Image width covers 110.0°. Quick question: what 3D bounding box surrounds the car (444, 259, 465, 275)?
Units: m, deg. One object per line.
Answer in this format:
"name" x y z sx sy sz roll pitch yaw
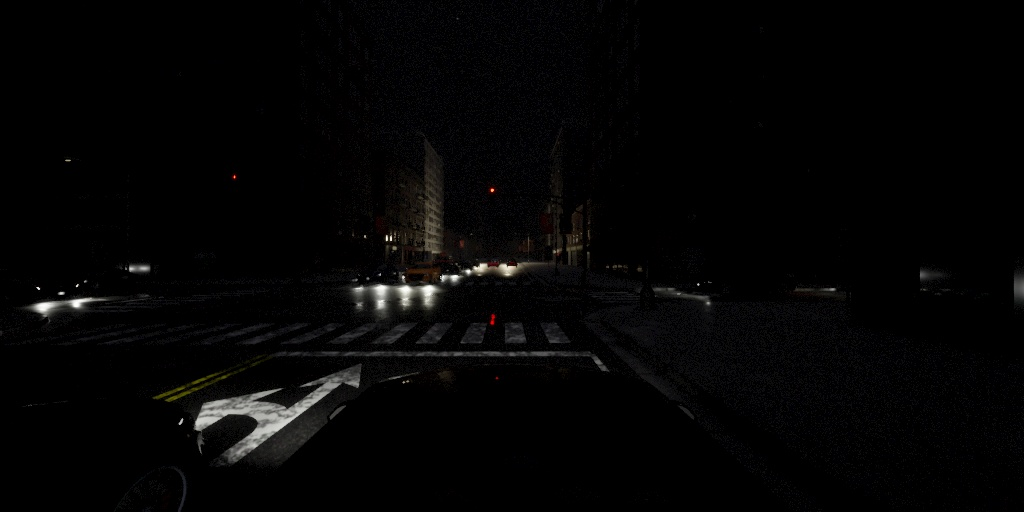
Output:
"car" -6.610 1.312 38.728 1.994 1.385 4.181 0 0 0

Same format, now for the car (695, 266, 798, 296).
"car" 12.452 1.294 19.242 4.892 1.490 1.837 0 0 2

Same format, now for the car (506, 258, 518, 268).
"car" -0.018 1.245 62.195 1.837 1.490 4.892 0 0 0

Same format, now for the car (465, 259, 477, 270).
"car" -6.610 1.308 50.948 1.994 1.385 4.181 0 0 0

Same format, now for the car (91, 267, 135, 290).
"car" -25.380 1.330 21.622 4.313 1.339 1.948 0 0 0

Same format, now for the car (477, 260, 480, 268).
"car" -6.573 1.288 62.057 2.033 1.411 5.357 0 0 0

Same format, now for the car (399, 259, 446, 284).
"car" -6.608 1.227 27.047 1.882 1.535 5.008 0 0 0

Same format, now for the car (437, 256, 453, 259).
"car" -9.858 0.963 52.206 2.150 2.045 5.566 0 0 0

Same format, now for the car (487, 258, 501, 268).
"car" -3.268 1.341 62.641 1.895 1.301 4.718 0 0 0

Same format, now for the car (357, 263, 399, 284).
"car" -9.857 1.276 26.836 1.812 1.442 4.674 0 0 0

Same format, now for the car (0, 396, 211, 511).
"car" -3.244 1.276 0.782 1.812 1.442 4.674 0 0 0

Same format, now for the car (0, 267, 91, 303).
"car" -22.901 1.291 16.125 5.357 1.411 2.033 0 0 0
